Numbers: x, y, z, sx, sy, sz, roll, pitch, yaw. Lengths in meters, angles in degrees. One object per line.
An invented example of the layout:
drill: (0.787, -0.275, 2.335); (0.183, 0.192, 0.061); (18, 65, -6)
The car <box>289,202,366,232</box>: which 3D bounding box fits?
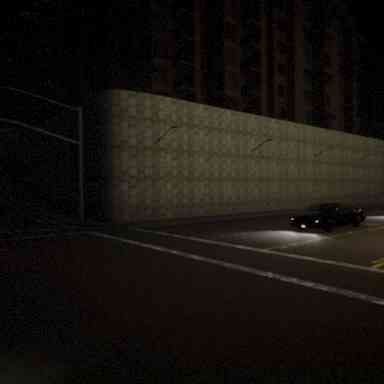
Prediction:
car: (7.644, 1.297, 18.408); (5.357, 1.411, 2.033); (-1, 1, -39)
